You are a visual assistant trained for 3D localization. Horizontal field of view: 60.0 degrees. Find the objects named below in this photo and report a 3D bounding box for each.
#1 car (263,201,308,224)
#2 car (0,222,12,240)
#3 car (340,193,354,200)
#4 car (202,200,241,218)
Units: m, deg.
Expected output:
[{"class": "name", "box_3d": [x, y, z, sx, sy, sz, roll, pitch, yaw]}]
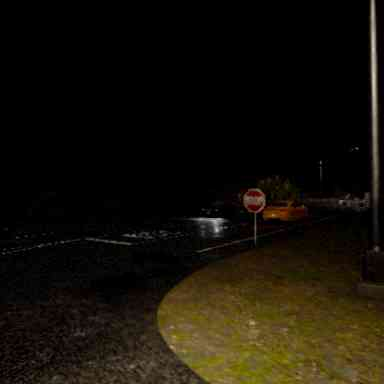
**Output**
[{"class": "car", "box_3d": [6.958, 1.379, 24.353, 1.882, 1.535, 5.008, -1, 0, 37]}, {"class": "car", "box_3d": [-10.267, 1.717, 13.300, 2.033, 1.411, 5.357, -1, 0, 37]}, {"class": "car", "box_3d": [32.062, 0.970, 68.938, 1.812, 1.442, 4.674, -1, 0, 37]}, {"class": "car", "box_3d": [2.788, 1.498, 30.449, 1.812, 1.442, 4.674, -1, 0, 37]}]
